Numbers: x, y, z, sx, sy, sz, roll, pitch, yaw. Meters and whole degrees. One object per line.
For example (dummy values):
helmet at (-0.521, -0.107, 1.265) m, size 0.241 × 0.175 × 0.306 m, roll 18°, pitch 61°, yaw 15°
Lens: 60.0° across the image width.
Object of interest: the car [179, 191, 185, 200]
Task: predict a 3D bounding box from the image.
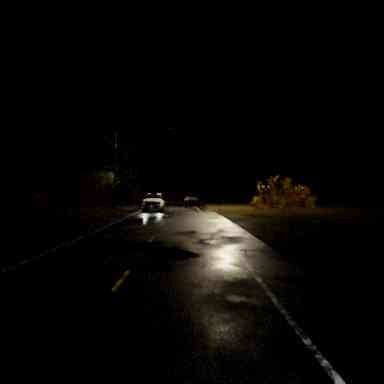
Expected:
car at (-2.246, 1.214, 79.963) m, size 2.033 × 1.411 × 5.357 m, roll 0°, pitch 0°, yaw -2°

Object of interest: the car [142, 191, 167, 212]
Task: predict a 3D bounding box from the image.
car at (-4.348, 1.160, 37.546) m, size 2.150 × 2.045 × 5.566 m, roll 0°, pitch 0°, yaw -2°

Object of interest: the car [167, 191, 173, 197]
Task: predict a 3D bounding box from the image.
car at (-5.708, 0.655, 78.402) m, size 2.150 × 2.045 × 5.566 m, roll 0°, pitch 0°, yaw -2°

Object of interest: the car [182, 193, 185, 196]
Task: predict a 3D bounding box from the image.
car at (-0.330, 1.417, 55.210) m, size 1.812 × 1.442 × 4.674 m, roll 0°, pitch 0°, yaw -2°

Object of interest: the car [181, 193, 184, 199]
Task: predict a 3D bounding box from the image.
car at (-0.543, 1.351, 61.206) m, size 1.882 × 1.535 × 5.008 m, roll 0°, pitch 0°, yaw -2°

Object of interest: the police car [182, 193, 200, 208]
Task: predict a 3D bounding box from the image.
police car at (0.021, 1.342, 45.326) m, size 1.930 × 1.638 × 5.238 m, roll 0°, pitch 0°, yaw -2°
